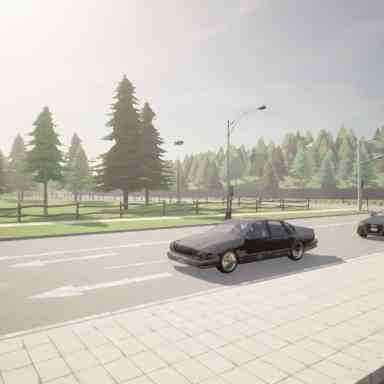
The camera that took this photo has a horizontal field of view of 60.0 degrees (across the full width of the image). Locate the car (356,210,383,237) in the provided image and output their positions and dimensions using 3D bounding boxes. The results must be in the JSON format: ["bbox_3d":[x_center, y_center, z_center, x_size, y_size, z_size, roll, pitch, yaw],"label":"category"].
[{"bbox_3d":[10.102,1.564,16.619,4.181,1.385,1.994,0,0,-35],"label":"car"}]

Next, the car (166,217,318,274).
[{"bbox_3d":[1.861,1.547,10.826,5.357,1.411,2.033,0,0,-35],"label":"car"}]
